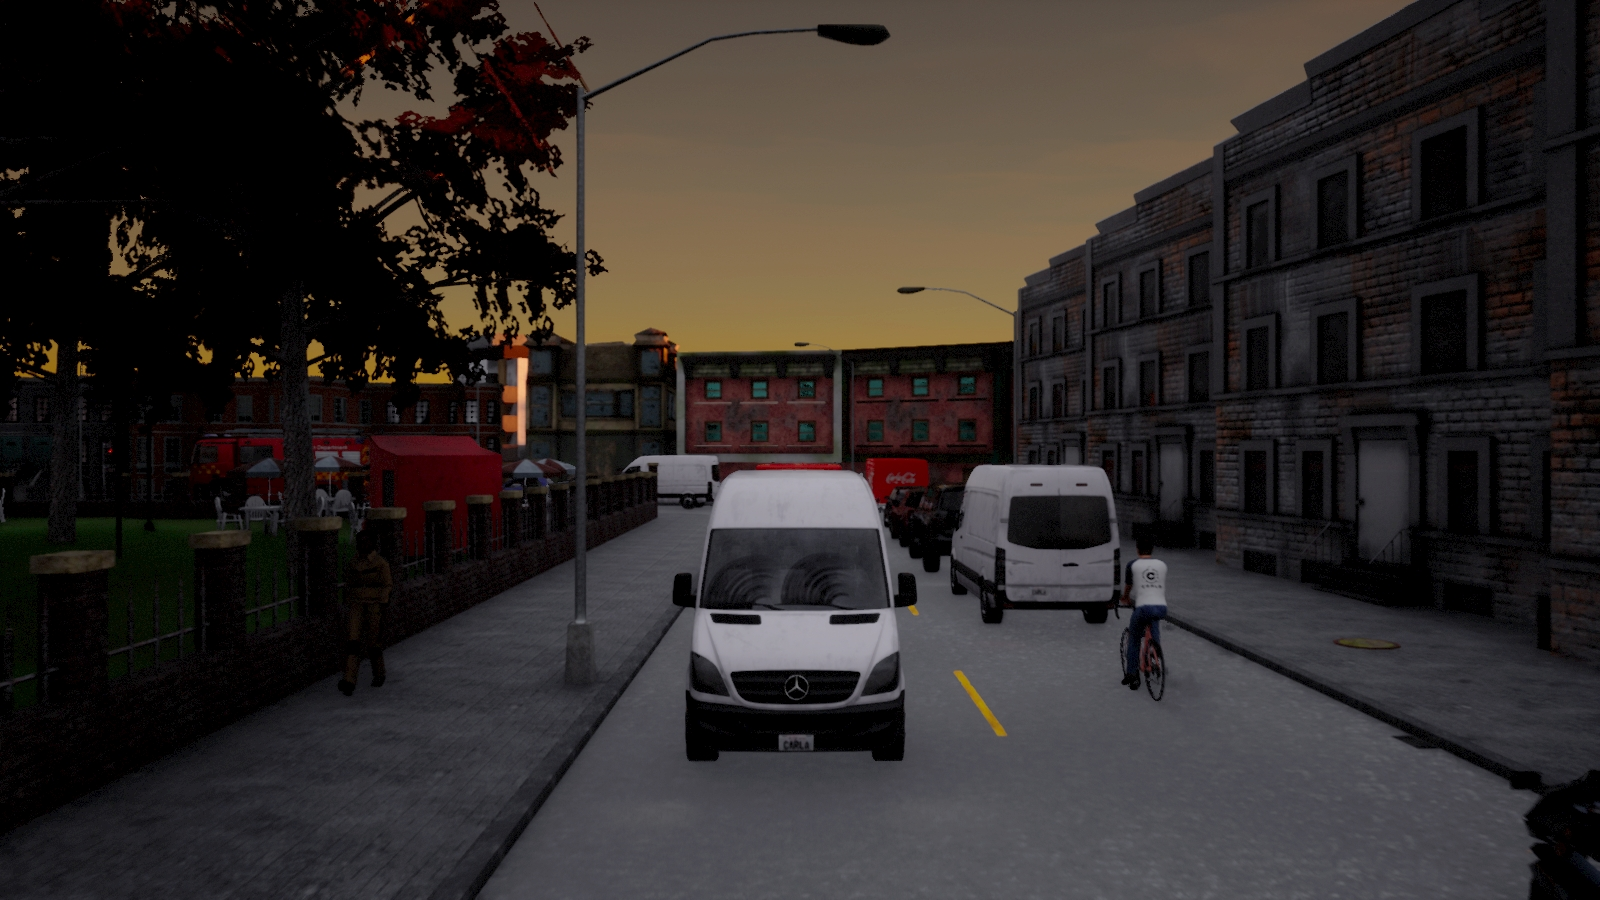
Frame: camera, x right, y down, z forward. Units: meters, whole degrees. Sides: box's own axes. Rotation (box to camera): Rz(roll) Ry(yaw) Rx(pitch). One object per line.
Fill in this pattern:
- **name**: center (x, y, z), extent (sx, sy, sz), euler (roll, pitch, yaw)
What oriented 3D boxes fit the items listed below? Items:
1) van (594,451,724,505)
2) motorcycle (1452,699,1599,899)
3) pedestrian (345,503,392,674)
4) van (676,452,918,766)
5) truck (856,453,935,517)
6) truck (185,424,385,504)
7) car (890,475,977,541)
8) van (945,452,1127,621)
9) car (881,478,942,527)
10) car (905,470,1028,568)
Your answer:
- **van**: center (-6.841, 1.318, 55.645), extent (5.915, 2.561, 1.988), euler (0, 0, 10)
- **motorcycle**: center (3.989, 1.985, 5.125), extent (0.867, 1.251, 2.209), euler (0, 0, 0)
- **pedestrian**: center (-4.797, 1.526, 12.720), extent (0.375, 1.860, 0.375), euler (0, 0, 2)
- **van**: center (-0.045, 1.315, 12.356), extent (1.988, 2.561, 5.915), euler (0, 0, 0)
- **truck**: center (3.816, 1.351, 46.680), extent (2.627, 2.467, 5.204), euler (0, 0, -2)
- **truck**: center (-24.990, 0.673, 55.756), extent (8.468, 3.827, 2.891), euler (0, 0, -1)
- **car**: center (3.943, 1.687, 34.513), extent (2.097, 1.767, 4.553), euler (0, 0, 0)
- **van**: center (3.959, 1.315, 20.295), extent (1.988, 2.561, 5.915), euler (0, 0, 0)
- **car**: center (3.890, 1.808, 40.311), extent (1.789, 1.549, 3.705), euler (0, 0, 0)
- **car**: center (3.897, 1.561, 27.718), extent (2.150, 2.045, 5.566), euler (0, 0, 0)
